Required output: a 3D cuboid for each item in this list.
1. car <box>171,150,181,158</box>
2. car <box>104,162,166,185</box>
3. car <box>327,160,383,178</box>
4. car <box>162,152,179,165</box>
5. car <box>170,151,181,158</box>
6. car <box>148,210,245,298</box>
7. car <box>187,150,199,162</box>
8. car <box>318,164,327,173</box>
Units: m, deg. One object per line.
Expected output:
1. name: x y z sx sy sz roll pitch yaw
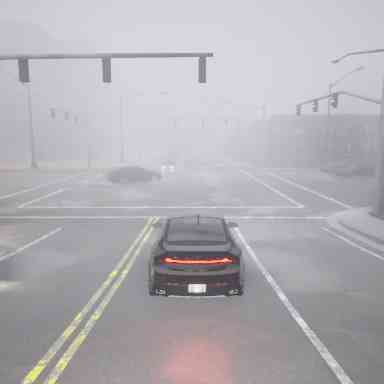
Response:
1. car: -3.415 -8.061 70.957 1.882 1.535 5.008 0 9 0
2. car: -5.022 -1.522 28.557 4.892 1.490 1.837 -6 13 -35
3. car: 16.682 -2.135 32.798 5.357 1.411 2.033 0 9 2
4. car: -3.536 -4.872 50.648 2.033 1.411 5.357 0 9 0
5. car: -3.495 -6.625 60.779 2.097 1.767 4.553 0 9 0
6. car: 0.081 1.204 7.984 1.837 1.490 4.892 0 4 0
7. car: 0.169 -6.044 58.129 1.812 1.442 4.674 0 9 0
8. car: 16.318 -2.722 36.248 4.902 1.511 2.128 0 9 0
